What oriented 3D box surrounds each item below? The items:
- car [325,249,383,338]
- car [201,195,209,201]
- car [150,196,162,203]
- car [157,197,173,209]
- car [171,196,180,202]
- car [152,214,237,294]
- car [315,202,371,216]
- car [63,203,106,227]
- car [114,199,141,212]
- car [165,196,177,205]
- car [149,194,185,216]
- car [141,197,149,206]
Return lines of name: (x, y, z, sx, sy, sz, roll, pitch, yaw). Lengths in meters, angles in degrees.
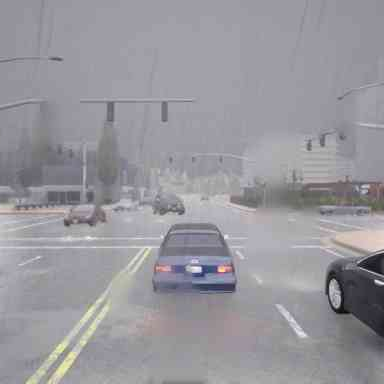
car: (3.548, 1.505, 4.706, 1.837, 1.490, 4.892, 0, 0, 0)
car: (3.245, 1.553, 84.630, 1.994, 1.385, 4.181, 0, 0, 0)
car: (-7.215, 1.505, 67.537, 1.837, 1.490, 4.892, 0, 0, 0)
car: (-3.737, 1.526, 46.590, 1.812, 1.442, 4.674, 0, 0, 0)
car: (-3.730, 1.587, 76.338, 1.895, 1.301, 4.718, 0, 0, 0)
car: (0.055, 1.547, 8.952, 2.033, 1.411, 5.357, 0, 0, 0)
car: (14.351, 1.601, 31.871, 4.718, 1.301, 1.895, 0, 0, 1)
car: (-7.170, 1.525, 22.770, 1.812, 1.442, 4.674, 0, 0, 0)
car: (-7.540, 1.526, 38.276, 1.812, 1.442, 4.674, 0, 0, 4)
car: (-3.752, 1.507, 61.095, 1.837, 1.490, 4.892, 0, -1, 0)
car: (-2.439, 1.223, 33.036, 2.150, 2.045, 5.566, -1, 0, -17)
car: (-7.253, 1.506, 53.032, 1.837, 1.490, 4.892, 0, 0, 0)
